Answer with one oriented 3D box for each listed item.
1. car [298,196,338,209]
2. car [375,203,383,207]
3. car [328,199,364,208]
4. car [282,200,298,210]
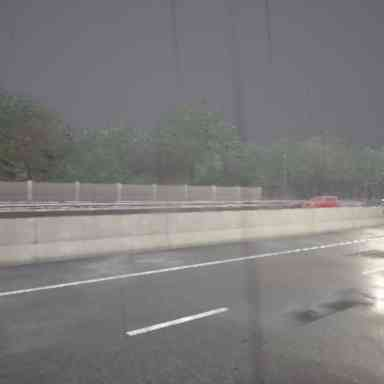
[{"bbox_3d":[16.045,1.553,41.201,5.566,2.045,2.150,1,0,-35],"label":"car"},{"bbox_3d":[21.141,1.908,36.236,4.181,1.385,1.994,1,0,-35],"label":"car"},{"bbox_3d":[18.166,1.859,38.417,4.674,1.442,1.812,1,0,-35],"label":"car"},{"bbox_3d":[14.053,1.810,44.075,5.008,1.535,1.882,1,0,-35],"label":"car"}]
